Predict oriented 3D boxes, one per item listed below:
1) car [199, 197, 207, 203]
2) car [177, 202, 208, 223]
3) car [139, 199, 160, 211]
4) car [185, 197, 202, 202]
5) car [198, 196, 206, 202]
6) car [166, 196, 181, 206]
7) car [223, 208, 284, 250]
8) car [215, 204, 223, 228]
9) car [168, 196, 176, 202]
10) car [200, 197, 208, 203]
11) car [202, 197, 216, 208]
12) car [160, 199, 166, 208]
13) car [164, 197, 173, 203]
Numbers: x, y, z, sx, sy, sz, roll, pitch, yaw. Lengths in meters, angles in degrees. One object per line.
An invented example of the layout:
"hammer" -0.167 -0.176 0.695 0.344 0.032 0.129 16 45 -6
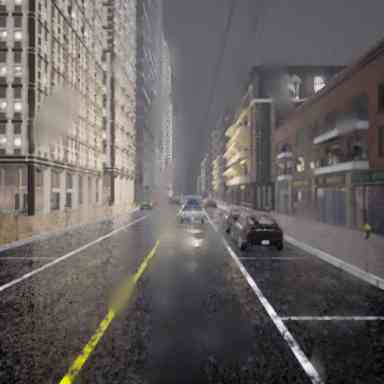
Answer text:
"car" 2.712 1.925 82.136 1.947 1.339 4.313 0 0 0
"car" 0.033 1.710 26.917 1.895 1.301 4.718 0 0 0
"car" -5.678 1.727 42.599 2.008 1.369 4.403 0 0 0
"car" 0.100 1.672 46.850 1.882 1.535 5.008 0 0 0
"car" 2.715 1.966 93.434 2.008 1.369 4.403 0 0 0
"car" -3.026 1.816 59.643 1.994 1.385 4.181 0 0 1
"car" 2.694 1.608 14.354 2.008 1.369 4.403 0 0 0
"car" 2.697 1.631 20.003 2.008 1.369 4.403 0 0 0
"car" -5.666 1.967 93.435 2.008 1.369 4.403 0 0 0
"car" 2.711 1.858 76.657 1.752 1.417 4.829 0 0 0
"car" 2.703 1.783 48.245 1.802 1.307 4.206 0 0 0
"car" -5.676 1.772 53.896 1.887 1.381 4.507 0 0 0
"car" -5.669 1.926 82.138 1.947 1.339 4.313 0 0 0
